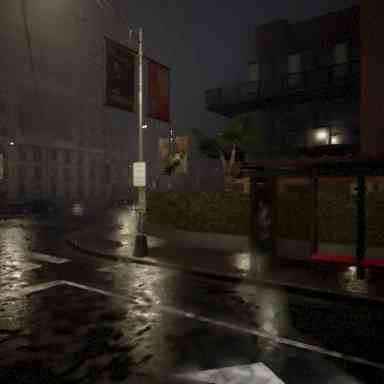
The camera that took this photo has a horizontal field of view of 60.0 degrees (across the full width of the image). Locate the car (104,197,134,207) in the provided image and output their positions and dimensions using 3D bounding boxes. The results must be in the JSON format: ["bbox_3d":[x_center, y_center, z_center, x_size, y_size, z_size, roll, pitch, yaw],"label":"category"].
[{"bbox_3d":[-10.671,1.442,49.072,2.128,1.511,4.902,0,0,36],"label":"car"}]

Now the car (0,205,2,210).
[{"bbox_3d":[-22.028,1.455,33.588,1.837,1.490,4.892,1,0,42],"label":"car"}]

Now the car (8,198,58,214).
[{"bbox_3d":[-16.523,1.460,34.700,1.837,1.490,4.892,0,0,35],"label":"car"}]
